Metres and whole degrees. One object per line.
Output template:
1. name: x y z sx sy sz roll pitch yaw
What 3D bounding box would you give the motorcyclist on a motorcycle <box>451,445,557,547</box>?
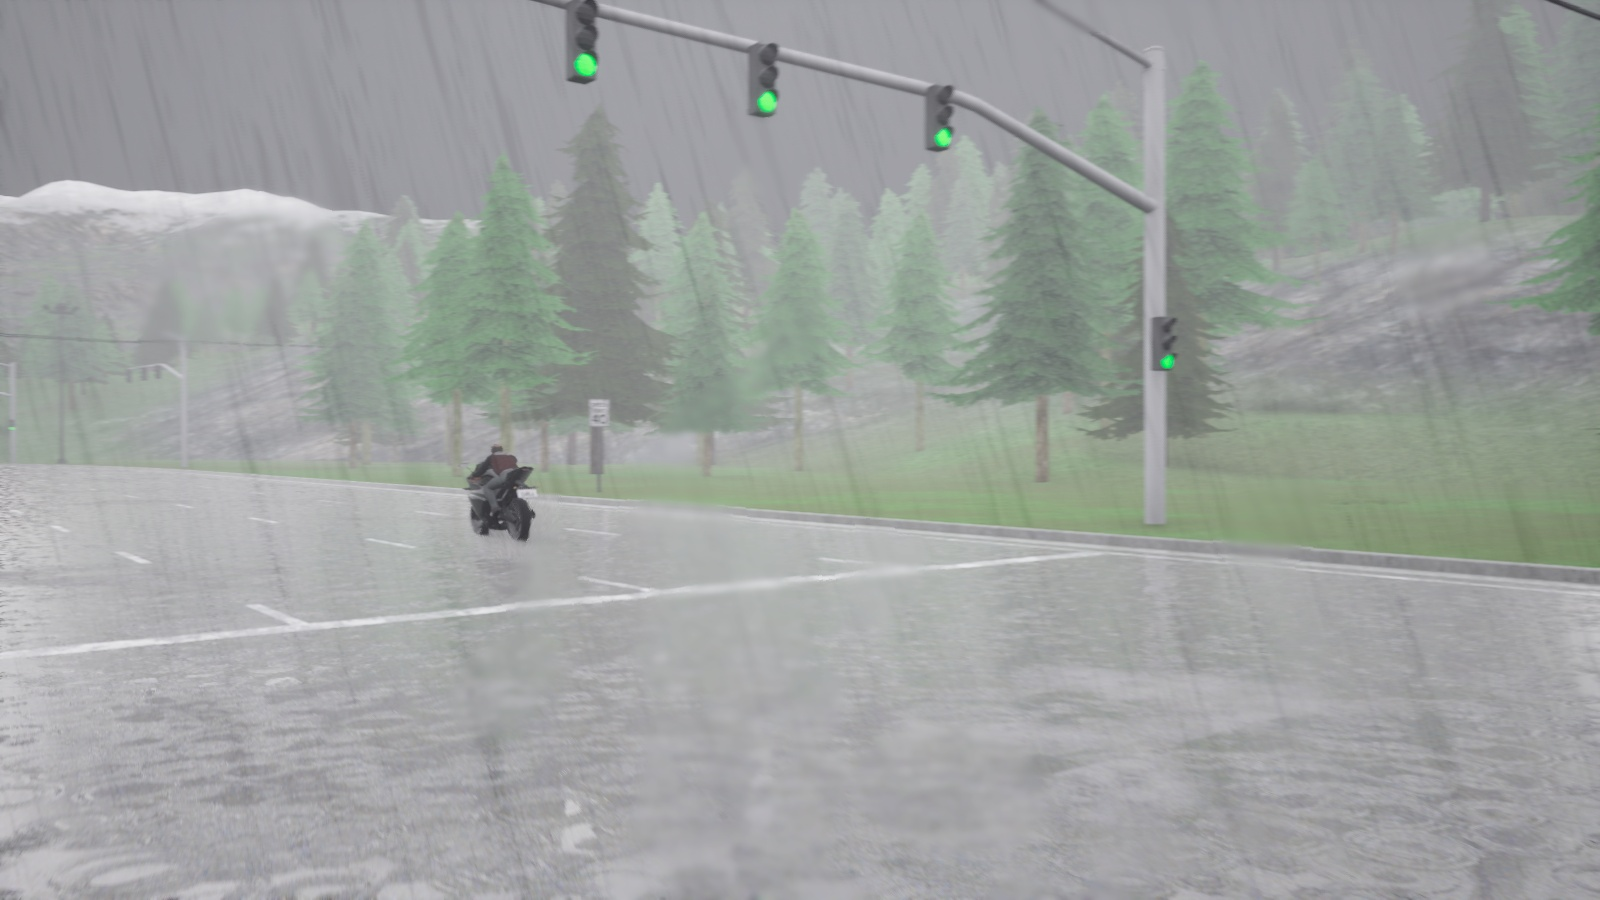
1. motorcyclist on a motorcycle: -4.748 0.680 20.023 0.866 1.530 2.191 0 0 -36
